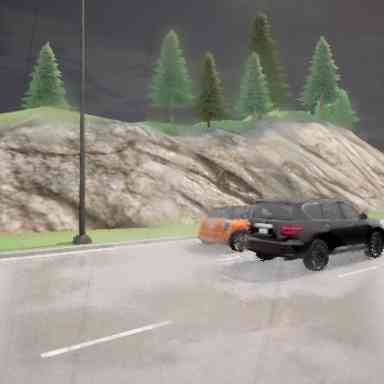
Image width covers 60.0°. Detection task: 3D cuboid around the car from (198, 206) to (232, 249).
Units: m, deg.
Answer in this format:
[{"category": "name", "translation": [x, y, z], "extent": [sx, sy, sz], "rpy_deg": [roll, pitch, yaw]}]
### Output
[{"category": "car", "translation": [2.521, 1.351, 14.164], "extent": [4.553, 1.767, 2.097], "rpy_deg": [0, 0, -35]}]

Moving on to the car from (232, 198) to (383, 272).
[{"category": "car", "translation": [4.208, 1.219, 11.061], "extent": [5.566, 2.045, 2.150], "rpy_deg": [0, 0, -36]}]
